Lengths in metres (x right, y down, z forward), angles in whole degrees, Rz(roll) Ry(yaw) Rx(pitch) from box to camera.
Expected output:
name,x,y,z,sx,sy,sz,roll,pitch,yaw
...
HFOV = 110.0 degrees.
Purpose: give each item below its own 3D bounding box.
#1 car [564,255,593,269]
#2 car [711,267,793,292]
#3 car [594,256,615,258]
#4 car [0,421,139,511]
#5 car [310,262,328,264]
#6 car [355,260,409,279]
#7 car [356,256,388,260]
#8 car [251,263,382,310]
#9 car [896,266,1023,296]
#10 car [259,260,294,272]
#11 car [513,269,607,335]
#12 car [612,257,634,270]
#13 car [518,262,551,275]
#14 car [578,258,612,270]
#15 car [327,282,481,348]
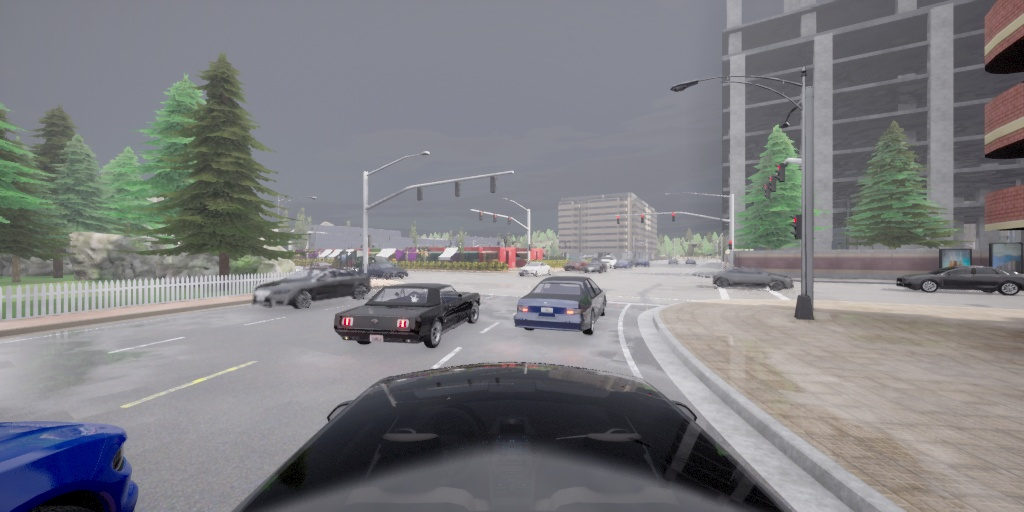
name,x,y,z,sx,sy,sz,roll,pitch,yaw
car,8.307,1.102,46.010,2.097,1.767,4.553,0,0,30
car,14.669,1.361,22.058,4.181,1.385,1.994,1,0,35
car,15.666,0.968,58.876,2.150,2.045,5.566,0,0,29
car,-3.214,1.228,0.115,1.882,1.535,5.008,0,0,-2
car,-20.076,1.331,37.891,4.674,1.442,1.812,0,0,30
car,-12.040,1.353,33.215,5.357,1.411,2.033,0,0,31
car,-14.682,1.027,38.808,5.566,2.045,2.150,0,0,30
car,-8.068,1.241,14.974,2.128,1.511,4.902,0,0,19
car,25.032,1.310,20.052,4.892,1.490,1.837,0,0,30
car,-32.196,1.283,48.983,5.008,1.535,1.882,0,0,30
car,1.674,1.297,10.653,2.033,1.411,5.357,0,0,20
car,16.443,1.275,53.201,1.812,1.442,4.674,0,0,30
car,2.362,1.312,35.580,1.812,1.442,4.674,0,0,30
car,9.484,1.245,40.590,2.128,1.511,4.902,0,0,26
car,-2.261,1.351,9.296,1.895,1.301,4.718,0,0,11
